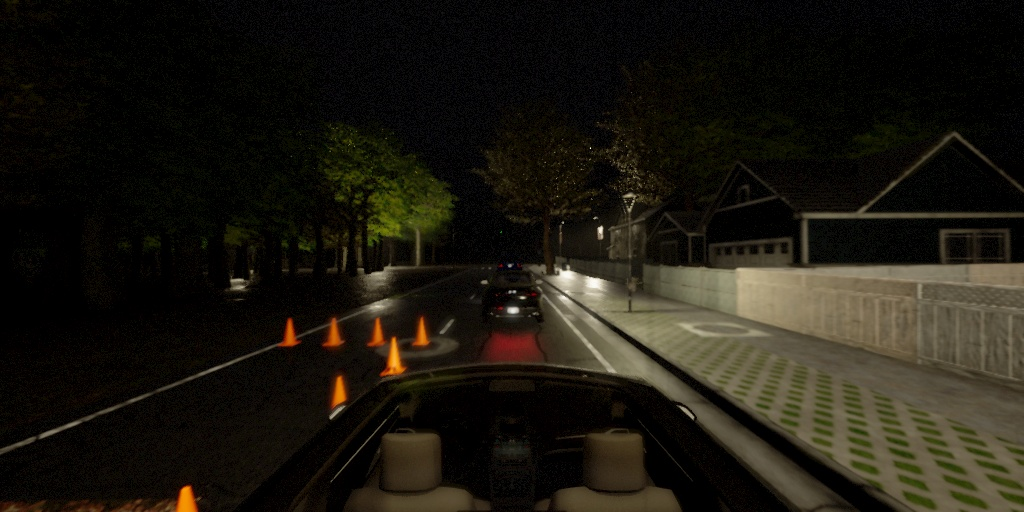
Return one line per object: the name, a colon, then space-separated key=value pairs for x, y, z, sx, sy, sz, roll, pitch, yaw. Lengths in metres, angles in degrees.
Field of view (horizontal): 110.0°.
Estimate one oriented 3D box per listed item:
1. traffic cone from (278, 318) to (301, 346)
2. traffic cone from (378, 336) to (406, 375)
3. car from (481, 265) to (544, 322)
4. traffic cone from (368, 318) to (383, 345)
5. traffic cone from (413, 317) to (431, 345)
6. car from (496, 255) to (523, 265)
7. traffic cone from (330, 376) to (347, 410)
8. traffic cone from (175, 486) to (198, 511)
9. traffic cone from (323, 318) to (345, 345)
traffic cone: x=-5.060 y=1.710 z=8.167 sx=0.340 sy=0.580 sz=0.340 roll=0 pitch=0 yaw=-1
traffic cone: x=-2.040 y=1.703 z=6.199 sx=0.340 sy=0.580 sz=0.340 roll=0 pitch=0 yaw=-1
car: x=0.009 y=1.230 z=12.180 sx=1.837 sy=1.490 sz=4.892 roll=0 pitch=0 yaw=-1
traffic cone: x=-3.062 y=1.702 z=8.188 sx=0.340 sy=0.580 sz=0.340 roll=0 pitch=0 yaw=-1
traffic cone: x=-2.062 y=1.698 z=8.199 sx=0.340 sy=0.580 sz=0.340 roll=0 pitch=0 yaw=-1
car: x=-0.197 y=0.905 z=31.526 sx=2.150 sy=2.045 sz=5.566 roll=0 pitch=0 yaw=-1
traffic cone: x=-2.020 y=1.708 z=4.199 sx=0.340 sy=0.580 sz=0.340 roll=0 pitch=0 yaw=-1
traffic cone: x=-1.998 y=1.712 z=2.199 sx=0.340 sy=0.580 sz=0.340 roll=0 pitch=0 yaw=-1
traffic cone: x=-4.061 y=1.706 z=8.178 sx=0.340 sy=0.580 sz=0.340 roll=0 pitch=0 yaw=-1
